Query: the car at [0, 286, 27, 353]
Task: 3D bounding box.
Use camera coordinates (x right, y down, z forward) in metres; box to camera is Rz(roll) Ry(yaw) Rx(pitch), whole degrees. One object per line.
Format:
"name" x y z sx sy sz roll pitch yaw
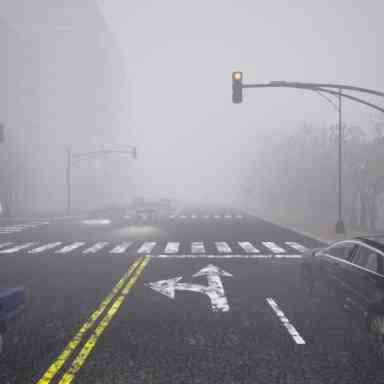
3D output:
"car" -3.351 1.600 2.654 1.895 1.301 4.718 0 0 0

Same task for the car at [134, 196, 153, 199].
"car" -6.597 1.358 41.899 2.097 1.767 4.553 0 0 0

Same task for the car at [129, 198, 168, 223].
"car" -3.354 1.523 25.926 2.128 1.511 4.902 0 0 0

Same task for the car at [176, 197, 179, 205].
"car" -3.322 1.582 59.931 1.994 1.385 4.181 0 0 0

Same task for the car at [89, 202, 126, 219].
"car" -7.392 1.589 29.464 1.994 1.385 4.181 0 1 11

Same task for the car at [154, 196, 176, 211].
"car" -3.347 1.532 41.496 1.812 1.442 4.674 0 0 0

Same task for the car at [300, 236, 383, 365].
"car" 3.350 1.491 5.650 2.128 1.511 4.902 0 0 0

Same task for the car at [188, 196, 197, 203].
"car" 0.019 1.623 72.614 1.895 1.301 4.718 0 0 0

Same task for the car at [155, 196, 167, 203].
"car" -6.494 1.566 70.881 2.033 1.411 5.357 0 0 0

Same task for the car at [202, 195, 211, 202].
"car" 3.261 1.507 74.767 1.882 1.535 5.008 0 0 0
